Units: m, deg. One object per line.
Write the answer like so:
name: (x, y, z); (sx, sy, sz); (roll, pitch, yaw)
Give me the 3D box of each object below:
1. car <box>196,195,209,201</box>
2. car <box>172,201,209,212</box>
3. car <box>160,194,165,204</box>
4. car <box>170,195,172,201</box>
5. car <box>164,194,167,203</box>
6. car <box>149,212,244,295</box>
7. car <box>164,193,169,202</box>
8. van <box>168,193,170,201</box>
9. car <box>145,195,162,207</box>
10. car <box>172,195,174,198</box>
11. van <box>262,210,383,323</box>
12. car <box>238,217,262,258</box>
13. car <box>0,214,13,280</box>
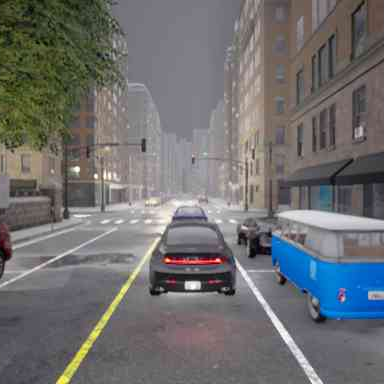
car: (2.326, 1.401, 66.959); (1.967, 1.590, 4.097); (0, 0, 0)
car: (-0.108, 1.470, 18.160); (1.882, 1.535, 5.008); (0, 0, 0)
car: (-6.111, 1.514, 55.953); (2.008, 1.369, 4.403); (0, 0, 0)
car: (-6.285, 1.513, 77.756); (2.008, 1.369, 4.403); (0, 0, 0)
car: (-6.154, 1.507, 61.404); (1.887, 1.381, 4.507); (0, 0, 0)
car: (0.006, 1.502, 8.665); (1.837, 1.490, 4.892); (0, 0, 0)
car: (-6.198, 1.506, 66.855); (1.887, 1.381, 4.507); (0, 0, 0)
van: (-6.242, 1.302, 72.305); (1.690, 1.788, 3.998); (0, 0, 0)
car: (-6.066, 1.491, 50.333); (1.752, 1.417, 4.829); (0, 0, 0)
car: (-6.329, 1.279, 83.207); (2.192, 1.841, 5.009); (0, 0, 0)
van: (2.805, 1.339, 6.924); (1.690, 1.788, 3.998); (0, 0, 0)
car: (2.761, 1.561, 12.584); (1.947, 1.339, 4.313); (0, 0, 0)
car: (-5.719, 1.313, 6.816); (2.192, 1.841, 5.009); (0, 0, 0)
